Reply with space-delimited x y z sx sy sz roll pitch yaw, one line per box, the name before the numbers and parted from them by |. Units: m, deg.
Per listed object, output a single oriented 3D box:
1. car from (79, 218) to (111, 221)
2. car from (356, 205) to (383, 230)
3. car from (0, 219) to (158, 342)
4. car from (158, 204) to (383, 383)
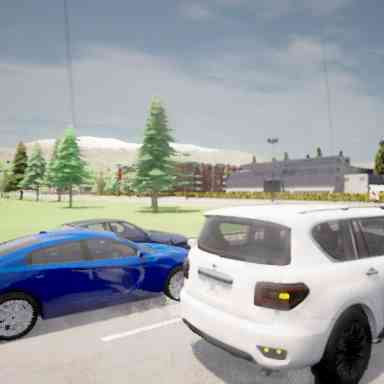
car | -2.672 1.547 10.438 5.357 1.411 2.033 0 0 -35
car | 12.630 1.564 21.355 4.181 1.385 1.994 0 0 -36
car | -2.057 1.477 6.578 5.008 1.535 1.882 0 0 -36
car | 2.437 1.221 5.484 5.566 2.045 2.150 0 0 -35
